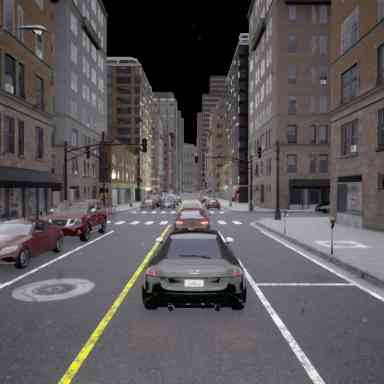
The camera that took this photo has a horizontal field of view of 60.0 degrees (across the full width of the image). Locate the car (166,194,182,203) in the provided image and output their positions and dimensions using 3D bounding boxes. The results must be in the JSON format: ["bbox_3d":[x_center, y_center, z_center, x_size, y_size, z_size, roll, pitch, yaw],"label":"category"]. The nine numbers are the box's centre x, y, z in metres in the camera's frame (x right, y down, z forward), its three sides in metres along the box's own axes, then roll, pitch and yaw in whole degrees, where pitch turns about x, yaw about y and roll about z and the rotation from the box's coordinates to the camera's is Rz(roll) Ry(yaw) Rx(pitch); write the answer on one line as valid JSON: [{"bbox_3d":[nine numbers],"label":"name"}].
[{"bbox_3d":[-3.145,1.524,54.748,2.128,1.511,4.902,0,0,0],"label":"car"}]

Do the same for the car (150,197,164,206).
[{"bbox_3d":[-5.733,1.577,54.803,1.887,1.381,4.507,-1,0,0],"label":"car"}]

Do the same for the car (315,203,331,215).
[{"bbox_3d":[14.829,1.431,32.250,5.357,1.411,2.033,0,1,2],"label":"car"}]

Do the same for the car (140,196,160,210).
[{"bbox_3d":[-5.721,1.600,43.673,1.802,1.307,4.206,-1,0,0],"label":"car"}]

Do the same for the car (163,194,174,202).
[{"bbox_3d":[-5.764,1.399,82.628,2.192,1.841,5.009,-1,0,0],"label":"car"}]

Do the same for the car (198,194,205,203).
[{"bbox_3d":[2.782,1.595,65.962,1.887,1.381,4.507,-1,0,0],"label":"car"}]

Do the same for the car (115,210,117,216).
[{"bbox_3d":[-8.687,1.591,28.246,4.674,1.442,1.812,0,0,11],"label":"car"}]

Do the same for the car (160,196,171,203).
[{"bbox_3d":[-5.750,1.611,71.497,2.008,1.369,4.403,-1,0,0],"label":"car"}]

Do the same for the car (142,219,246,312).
[{"bbox_3d":[0.058,1.563,7.820,1.994,1.385,4.181,0,0,1],"label":"car"}]

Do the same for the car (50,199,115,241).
[{"bbox_3d":[-5.696,1.315,16.673,2.192,1.841,5.009,-1,0,0],"label":"car"}]

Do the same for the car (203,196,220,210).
[{"bbox_3d":[2.804,1.600,43.710,1.802,1.307,4.206,-1,0,0],"label":"car"}]

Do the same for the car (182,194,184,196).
[{"bbox_3d":[-3.089,1.579,67.456,1.812,1.442,4.674,0,0,0],"label":"car"}]

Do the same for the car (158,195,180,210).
[{"bbox_3d":[-3.143,1.511,44.373,2.128,1.511,4.902,0,0,0],"label":"car"}]

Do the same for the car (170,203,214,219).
[{"bbox_3d":[0.003,1.526,16.957,1.812,1.442,4.674,0,0,0],"label":"car"}]

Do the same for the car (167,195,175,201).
[{"bbox_3d":[-5.773,1.546,93.758,1.967,1.590,4.097,-1,0,0],"label":"car"}]

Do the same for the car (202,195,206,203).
[{"bbox_3d":[2.798,1.550,49.443,1.752,1.417,4.829,-1,0,0],"label":"car"}]

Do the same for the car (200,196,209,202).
[{"bbox_3d":[2.770,1.616,77.090,1.887,1.381,4.507,-1,0,0],"label":"car"}]

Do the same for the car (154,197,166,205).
[{"bbox_3d":[-5.738,1.566,60.198,1.752,1.417,4.829,-1,0,0],"label":"car"}]

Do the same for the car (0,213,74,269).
[{"bbox_3d":[-5.687,1.581,11.091,1.802,1.307,4.206,-1,0,0],"label":"car"}]
